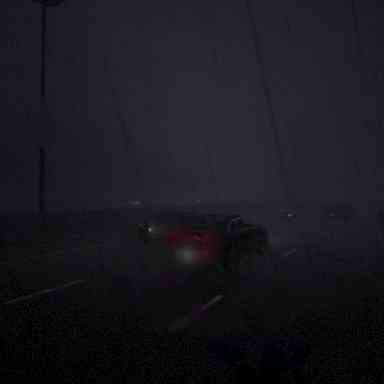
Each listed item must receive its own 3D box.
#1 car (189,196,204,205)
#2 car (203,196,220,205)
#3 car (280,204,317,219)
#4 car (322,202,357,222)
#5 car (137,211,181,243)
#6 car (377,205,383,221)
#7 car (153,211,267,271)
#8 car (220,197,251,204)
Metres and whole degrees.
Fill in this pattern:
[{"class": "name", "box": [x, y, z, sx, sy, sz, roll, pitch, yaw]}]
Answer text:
[{"class": "car", "box": [1.638, 1.418, 53.235, 2.097, 1.767, 4.553, 1, 0, 43]}, {"class": "car", "box": [4.179, 1.504, 50.828, 1.994, 1.385, 4.181, 1, 0, 43]}, {"class": "car", "box": [9.755, 1.710, 30.210, 1.895, 1.301, 4.718, 1, 0, 38]}, {"class": "car", "box": [12.432, 1.621, 27.924, 1.882, 1.535, 5.008, 1, 0, 38]}, {"class": "car", "box": [-0.598, 1.548, 15.186, 1.994, 1.385, 4.181, 1, 0, 31]}, {"class": "car", "box": [17.084, 1.679, 28.091, 1.882, 1.535, 5.008, 1, 0, 39]}, {"class": "car", "box": [1.079, 1.497, 11.158, 2.128, 1.511, 4.902, 1, 0, 30]}, {"class": "car", "box": [6.740, 1.593, 48.444, 2.128, 1.511, 4.902, 1, 0, 43]}]
